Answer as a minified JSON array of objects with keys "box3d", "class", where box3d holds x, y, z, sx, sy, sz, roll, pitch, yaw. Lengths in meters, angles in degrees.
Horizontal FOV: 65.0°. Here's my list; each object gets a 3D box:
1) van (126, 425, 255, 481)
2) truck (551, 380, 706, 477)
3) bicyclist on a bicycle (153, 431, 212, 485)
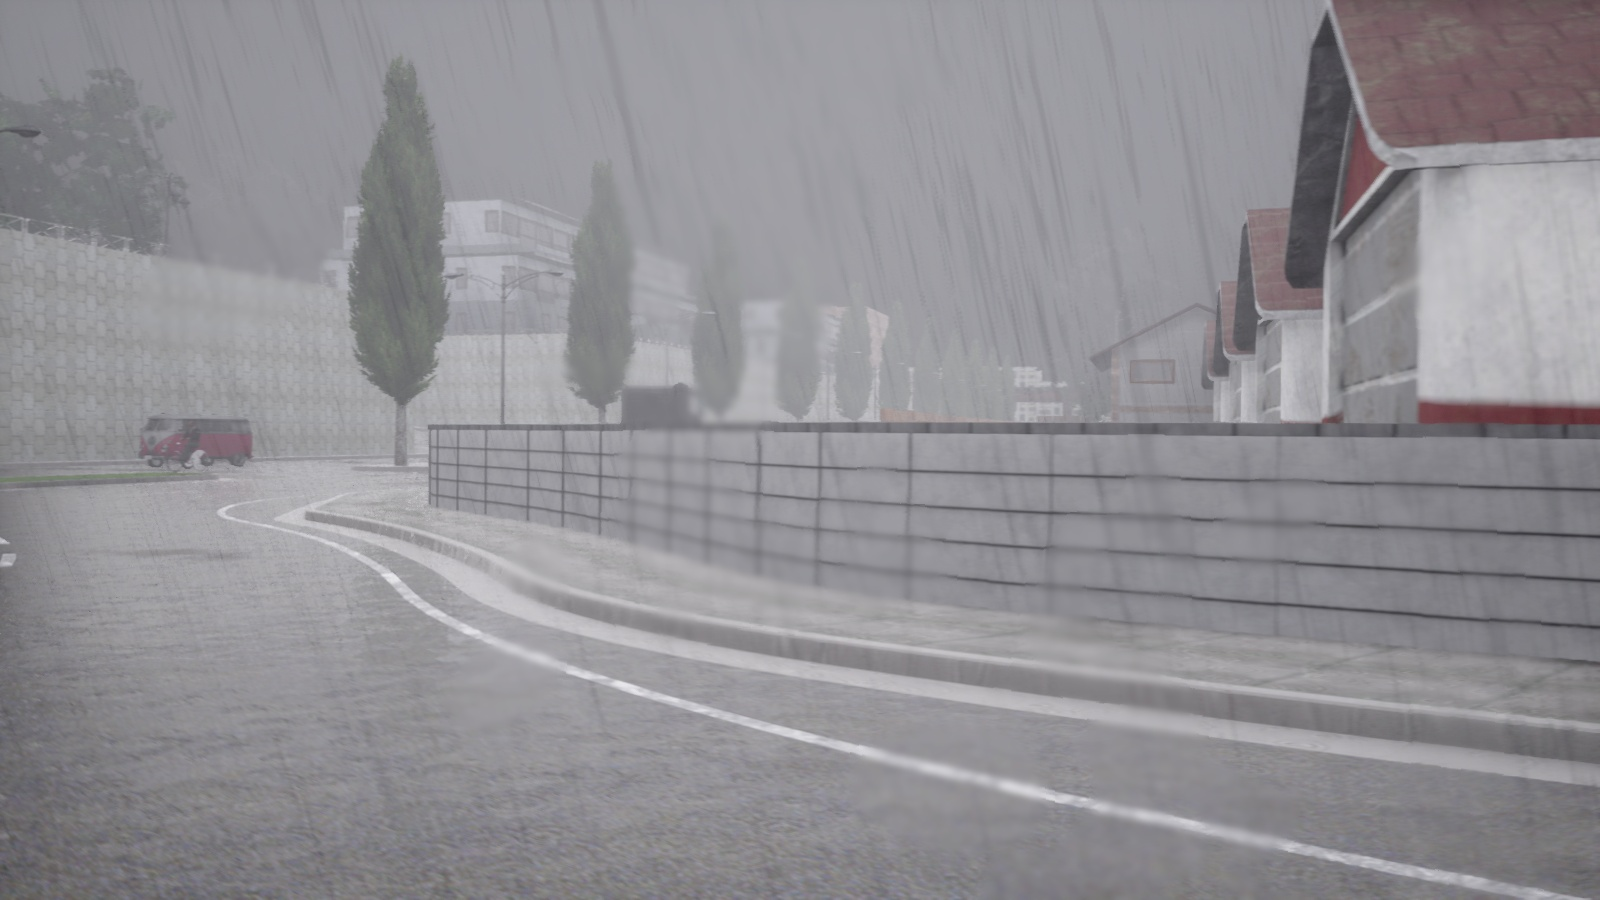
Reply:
[{"box3d":[-22.754,0.083,47.091,1.775,1.987,4.442,0,1,17],"class":"van"},{"box3d":[-6.493,-0.811,49.065,2.891,3.462,7.936,0,1,17],"class":"truck"},{"box3d":[-20.632,0.247,42.012,0.659,1.776,1.843,0,1,17],"class":"bicyclist on a bicycle"}]
